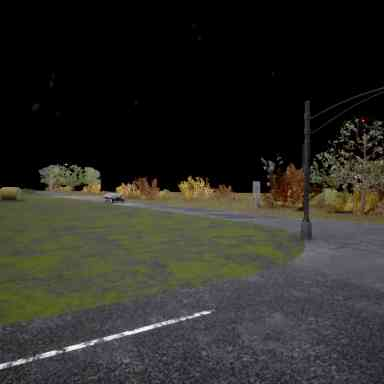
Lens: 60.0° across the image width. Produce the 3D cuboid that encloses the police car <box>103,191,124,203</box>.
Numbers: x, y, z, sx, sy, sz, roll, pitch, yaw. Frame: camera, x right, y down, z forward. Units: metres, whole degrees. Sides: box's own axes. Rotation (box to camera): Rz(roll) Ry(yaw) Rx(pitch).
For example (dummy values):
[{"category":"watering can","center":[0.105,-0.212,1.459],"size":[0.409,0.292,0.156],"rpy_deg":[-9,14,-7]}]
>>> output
[{"category":"police car","center":[-11.672,0.744,49.723],"size":[1.930,1.638,5.238],"rpy_deg":[1,0,-32]}]
